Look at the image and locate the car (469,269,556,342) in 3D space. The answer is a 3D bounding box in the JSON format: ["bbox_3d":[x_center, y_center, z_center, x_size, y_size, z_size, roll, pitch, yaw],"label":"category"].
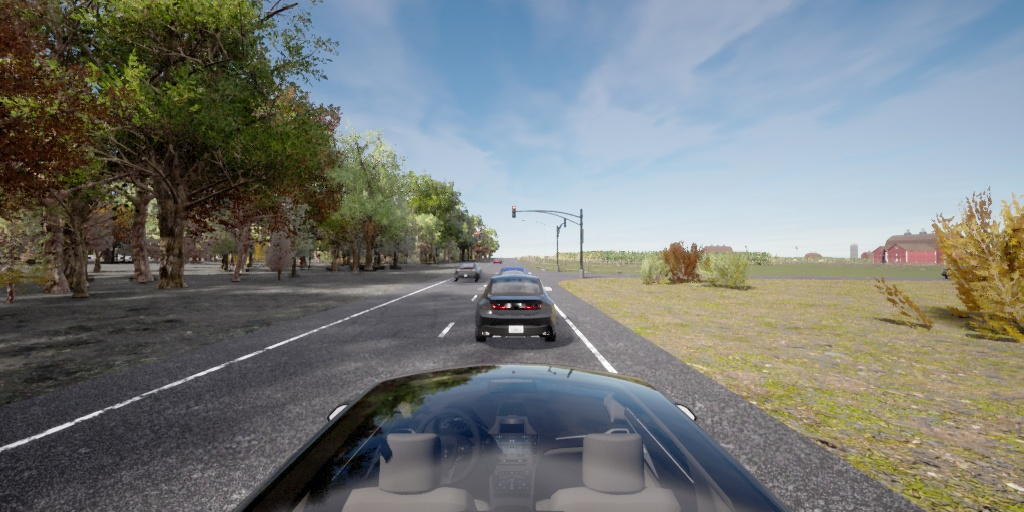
[{"bbox_3d":[0.078,1.257,9.773,1.837,1.490,4.892,0,0,0],"label":"car"}]

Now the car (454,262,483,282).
[{"bbox_3d":[-3.474,1.248,29.164,2.128,1.511,4.902,0,0,0],"label":"car"}]

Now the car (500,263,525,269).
[{"bbox_3d":[0.069,1.280,19.022,1.812,1.442,4.674,0,0,0],"label":"car"}]

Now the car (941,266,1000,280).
[{"bbox_3d":[48.419,1.768,37.793,4.902,1.511,2.128,1,-1,0],"label":"car"}]
